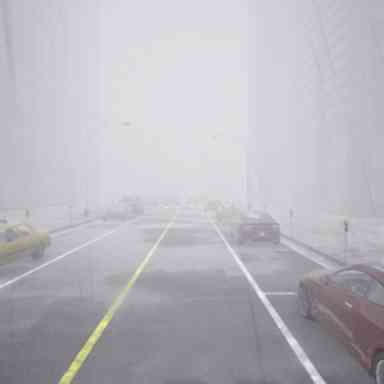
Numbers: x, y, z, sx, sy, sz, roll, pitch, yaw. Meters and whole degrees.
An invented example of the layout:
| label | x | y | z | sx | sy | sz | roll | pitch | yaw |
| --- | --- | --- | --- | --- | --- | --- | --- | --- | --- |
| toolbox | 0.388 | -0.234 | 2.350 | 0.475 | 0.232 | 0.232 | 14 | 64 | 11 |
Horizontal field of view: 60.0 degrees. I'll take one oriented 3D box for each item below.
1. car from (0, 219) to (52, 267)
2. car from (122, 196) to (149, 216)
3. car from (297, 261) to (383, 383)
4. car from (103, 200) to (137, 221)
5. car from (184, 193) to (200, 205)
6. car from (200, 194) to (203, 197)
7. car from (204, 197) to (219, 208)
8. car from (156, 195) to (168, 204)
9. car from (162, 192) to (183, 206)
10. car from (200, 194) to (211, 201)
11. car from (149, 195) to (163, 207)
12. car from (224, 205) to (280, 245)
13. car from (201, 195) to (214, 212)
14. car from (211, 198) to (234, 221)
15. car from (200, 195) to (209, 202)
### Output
| label | x | y | z | sx | sy | sz | roll | pitch | yaw |
| --- | --- | --- | --- | --- | --- | --- | --- | --- | --- |
| car | -5.764 | 1.507 | 9.717 | 1.752 | 1.417 | 4.829 | 0 | 0 | 0 |
| car | -5.761 | 1.264 | 31.590 | 2.192 | 1.841 | 5.009 | 0 | 0 | 0 |
| car | 2.761 | 1.574 | 4.454 | 1.802 | 1.307 | 4.206 | 0 | 0 | 0 |
| car | -5.761 | 1.538 | 26.165 | 1.802 | 1.307 | 4.206 | 0 | 0 | 0 |
| car | 0.015 | 1.440 | 56.791 | 1.837 | 1.490 | 4.892 | 0 | 0 | 0 |
| car | 2.769 | 1.446 | 58.874 | 1.752 | 1.417 | 4.829 | 0 | 0 | 0 |
| car | 2.766 | 1.476 | 47.855 | 1.887 | 1.381 | 4.507 | 0 | 0 | 0 |
| car | -5.755 | 1.354 | 64.147 | 1.967 | 1.590 | 4.097 | 0 | 0 | 0 |
| car | -3.048 | 1.146 | 52.133 | 2.150 | 2.045 | 5.566 | 0 | 0 | 1 |
| car | 2.768 | 1.476 | 53.279 | 2.008 | 1.369 | 4.403 | 0 | 0 | 0 |
| car | -5.758 | 1.475 | 47.868 | 1.887 | 1.381 | 4.507 | 0 | 0 | 0 |
| car | 2.762 | 1.517 | 15.304 | 1.887 | 1.381 | 4.507 | 0 | 0 | 0 |
| car | 2.367 | 1.419 | 37.279 | 1.882 | 1.535 | 5.008 | 0 | 0 | 0 |
| car | 2.764 | 1.481 | 26.324 | 1.752 | 1.417 | 4.829 | 0 | 0 | 0 |
| car | 2.773 | 1.467 | 74.980 | 1.947 | 1.339 | 4.313 | 0 | 0 | 0 |
